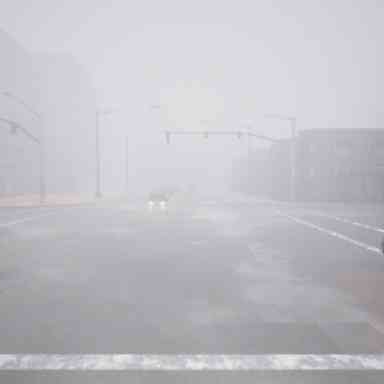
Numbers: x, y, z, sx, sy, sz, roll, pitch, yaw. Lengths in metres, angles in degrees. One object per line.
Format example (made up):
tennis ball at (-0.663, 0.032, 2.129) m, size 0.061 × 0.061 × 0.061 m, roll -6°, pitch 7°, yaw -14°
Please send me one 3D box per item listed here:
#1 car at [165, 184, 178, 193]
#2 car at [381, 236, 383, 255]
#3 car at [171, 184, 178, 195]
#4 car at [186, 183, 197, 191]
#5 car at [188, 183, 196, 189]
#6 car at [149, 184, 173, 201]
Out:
car at (-3.538, -0.671, 57.811) m, size 1.882 × 1.535 × 5.008 m, roll 0°, pitch 2°, yaw 0°
car at (7.330, 1.251, 8.414) m, size 4.892 × 1.490 × 1.837 m, roll 0°, pitch 0°, yaw -10°
car at (-3.600, -0.400, 47.535) m, size 2.097 × 1.767 × 4.553 m, roll 0°, pitch 2°, yaw 0°
car at (-0.044, -1.008, 67.086) m, size 1.837 × 1.490 × 4.892 m, roll 0°, pitch 2°, yaw 0°
car at (-0.051, -1.381, 77.287) m, size 1.812 × 1.442 × 4.674 m, roll 0°, pitch 2°, yaw 0°
car at (-3.622, 0.192, 37.271) m, size 2.033 × 1.411 × 5.357 m, roll 0°, pitch 2°, yaw 0°
